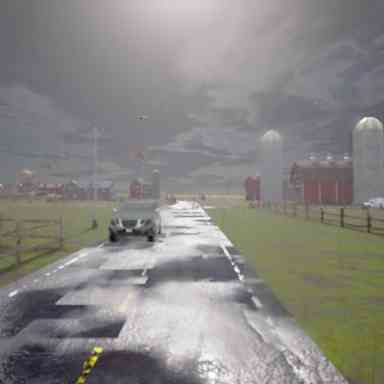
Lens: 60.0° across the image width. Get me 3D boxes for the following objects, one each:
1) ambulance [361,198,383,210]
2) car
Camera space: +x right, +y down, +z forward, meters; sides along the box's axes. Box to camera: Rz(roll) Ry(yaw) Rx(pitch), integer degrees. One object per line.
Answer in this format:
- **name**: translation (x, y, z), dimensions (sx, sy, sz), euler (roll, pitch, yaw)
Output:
- **ambulance**: translation (39.400, 2.524, 70.720), dimensions (6.366, 2.431, 2.351), euler (1, -1, 0)
- **car**: translation (-2.854, 1.432, 17.845), dimensions (2.150, 2.045, 5.566), euler (0, -1, 0)
